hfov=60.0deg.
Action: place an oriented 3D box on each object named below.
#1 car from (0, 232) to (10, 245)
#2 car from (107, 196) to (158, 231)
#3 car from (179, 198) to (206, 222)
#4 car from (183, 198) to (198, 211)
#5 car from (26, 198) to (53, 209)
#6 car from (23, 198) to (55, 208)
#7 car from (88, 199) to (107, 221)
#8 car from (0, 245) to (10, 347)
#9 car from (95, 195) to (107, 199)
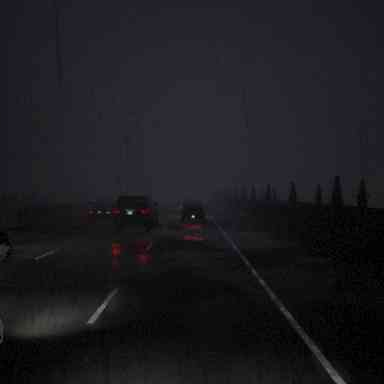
[{"bbox_3d":[-6.897,1.481,8.929,1.882,1.535,5.008,0,0,0],"label":"car"},{"bbox_3d":[-3.401,1.230,20.890,2.150,2.045,5.566,0,0,0],"label":"car"},{"bbox_3d":[0.056,1.515,26.363,1.837,1.490,4.892,0,0,-1],"label":"car"},{"bbox_3d":[-0.294,1.543,42.536,1.812,1.442,4.674,0,0,-2],"label":"car"},{"bbox_3d":[-21.559,1.583,47.246,1.994,1.385,4.181,0,0,-1],"label":"car"},{"bbox_3d":[-17.841,1.563,39.117,2.033,1.411,5.357,0,0,-1],"label":"car"},{"bbox_3d":[-6.947,1.558,27.296,2.033,1.411,5.357,0,0,-1],"label":"car"},{"bbox_3d":[-3.399,1.527,2.493,1.812,1.442,4.674,0,0,0],"label":"car"},{"bbox_3d":[-14.744,1.380,54.838,2.097,1.767,4.553,0,0,-2],"label":"car"}]
